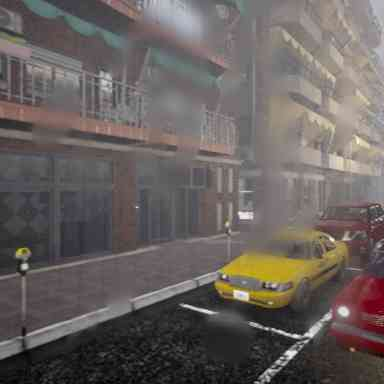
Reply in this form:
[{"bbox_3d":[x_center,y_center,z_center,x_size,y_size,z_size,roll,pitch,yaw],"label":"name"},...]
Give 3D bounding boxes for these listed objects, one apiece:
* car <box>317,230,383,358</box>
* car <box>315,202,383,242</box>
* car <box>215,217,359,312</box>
[{"bbox_3d":[3.819,1.610,5.460,1.895,1.301,4.718,0,0,38],"label":"car"},{"bbox_3d":[5.887,1.327,12.298,2.192,1.841,5.009,0,0,38],"label":"car"},{"bbox_3d":[2.365,1.527,7.821,1.752,1.417,4.829,0,0,38],"label":"car"}]
